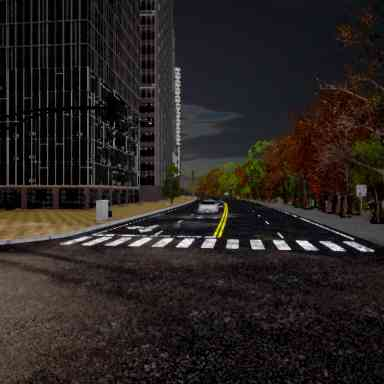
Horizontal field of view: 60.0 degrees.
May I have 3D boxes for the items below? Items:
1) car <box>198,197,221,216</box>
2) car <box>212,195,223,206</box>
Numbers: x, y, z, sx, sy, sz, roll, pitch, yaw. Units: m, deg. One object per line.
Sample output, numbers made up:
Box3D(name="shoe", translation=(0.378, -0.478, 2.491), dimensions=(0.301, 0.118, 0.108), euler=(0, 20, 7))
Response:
Box3D(name="car", translation=(1.697, 1.543, 33.413), dimensions=(1.812, 1.442, 4.674), euler=(0, 0, 7))
Box3D(name="car", translation=(3.969, 1.342, 54.725), dimensions=(2.097, 1.767, 4.553), euler=(0, 0, 6))
